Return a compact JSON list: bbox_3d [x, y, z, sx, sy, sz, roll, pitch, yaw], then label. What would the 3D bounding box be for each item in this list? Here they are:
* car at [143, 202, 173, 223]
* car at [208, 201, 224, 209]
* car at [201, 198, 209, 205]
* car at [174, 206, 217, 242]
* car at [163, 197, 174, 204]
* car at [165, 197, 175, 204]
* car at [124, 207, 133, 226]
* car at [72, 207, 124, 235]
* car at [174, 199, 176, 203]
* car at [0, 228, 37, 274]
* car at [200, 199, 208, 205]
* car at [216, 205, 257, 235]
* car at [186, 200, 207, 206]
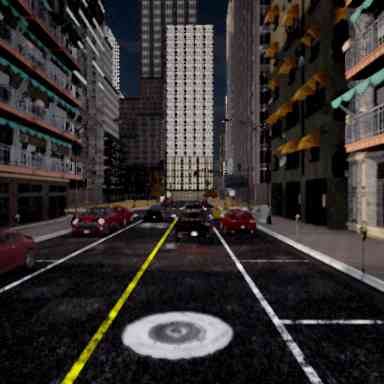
[{"bbox_3d":[-3.012,1.850,28.752,1.994,1.385,4.181,0,-1,1],"label":"car"},{"bbox_3d":[2.713,1.834,31.123,1.752,1.417,4.829,-1,-1,0],"label":"car"},{"bbox_3d":[2.754,2.182,74.477,1.967,1.590,4.097,-1,-1,0],"label":"car"},{"bbox_3d":[0.114,1.676,17.410,1.837,1.490,4.892,0,-1,0],"label":"car"},{"bbox_3d":[-5.625,2.287,74.486,1.887,1.381,4.507,-1,-1,0],"label":"car"},{"bbox_3d":[-5.616,2.170,85.607,2.192,1.841,5.009,-1,-1,0],"label":"car"},{"bbox_3d":[-5.673,1.797,25.452,1.887,1.381,4.507,-1,-1,0],"label":"car"},{"bbox_3d":[-5.680,1.638,19.929,1.967,1.590,4.097,-1,-1,0],"label":"car"},{"bbox_3d":[-5.621,2.113,80.048,2.192,1.841,5.009,-1,-1,0],"label":"car"},{"bbox_3d":[-5.689,1.671,8.882,1.802,1.307,4.206,-1,-1,0],"label":"car"},{"bbox_3d":[2.761,2.325,80.206,1.752,1.417,4.829,-1,-1,0],"label":"car"},{"bbox_3d":[2.702,1.742,19.906,1.887,1.381,4.507,-1,-1,0],"label":"car"},{"bbox_3d":[0.126,1.776,30.116,1.882,1.535,5.008,0,-1,0],"label":"car"}]
